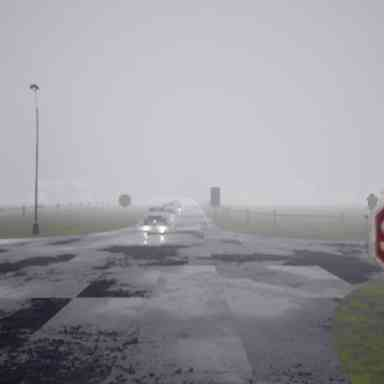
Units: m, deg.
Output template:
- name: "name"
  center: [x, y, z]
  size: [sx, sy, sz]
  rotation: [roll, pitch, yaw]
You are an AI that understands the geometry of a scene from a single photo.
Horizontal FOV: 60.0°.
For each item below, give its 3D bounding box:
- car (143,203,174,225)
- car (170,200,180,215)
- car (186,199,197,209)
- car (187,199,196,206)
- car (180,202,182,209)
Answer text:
- name: "car"
  center: [-2.867, 1.871, 27.740]
  size: [2.033, 1.411, 5.357]
  rotation: [0, -1, -1]
- name: "car"
  center: [-2.914, 2.026, 41.355]
  size: [2.033, 1.411, 5.357]
  rotation: [0, -1, 0]
- name: "car"
  center: [-0.043, 2.211, 59.961]
  size: [1.812, 1.442, 4.674]
  rotation: [0, -1, 1]
- name: "car"
  center: [-0.110, 2.178, 69.759]
  size: [1.994, 1.385, 4.181]
  rotation: [0, -1, 0]
- name: "car"
  center: [-2.881, 2.211, 59.935]
  size: [1.812, 1.442, 4.674]
  rotation: [0, -1, 0]
